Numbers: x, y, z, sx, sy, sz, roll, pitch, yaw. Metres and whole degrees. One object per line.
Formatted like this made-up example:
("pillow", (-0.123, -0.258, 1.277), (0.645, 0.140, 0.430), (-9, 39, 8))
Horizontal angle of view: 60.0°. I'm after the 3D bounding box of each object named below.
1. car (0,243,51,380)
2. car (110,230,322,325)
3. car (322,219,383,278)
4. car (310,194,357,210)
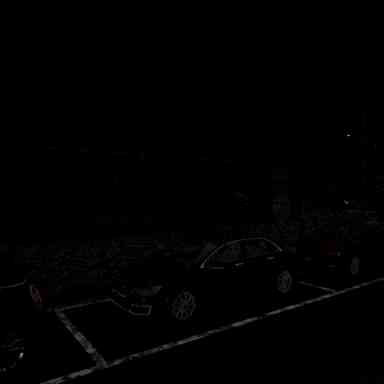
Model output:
("car", (-3.960, 1.440, 3.827), (4.097, 1.590, 1.967), (0, 0, -35))
("car", (0.485, 1.551, 6.993), (4.403, 1.369, 2.008), (0, 0, -35))
("car", (4.930, 1.545, 10.159), (4.507, 1.381, 1.887), (0, 0, -35))
("car", (14.786, 0.988, 34.875), (2.097, 1.767, 4.553), (0, 1, -36))
